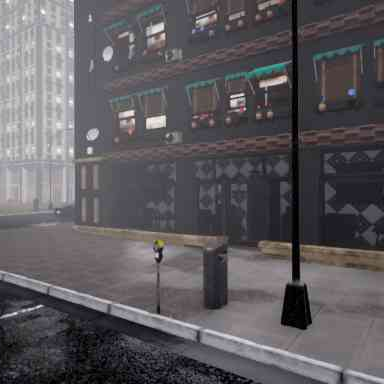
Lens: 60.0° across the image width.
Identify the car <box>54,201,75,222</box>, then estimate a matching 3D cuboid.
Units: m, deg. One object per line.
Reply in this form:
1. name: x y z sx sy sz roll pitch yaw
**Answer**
1. car: -7.266 1.279 22.770 1.947 1.339 4.313 1 1 35
